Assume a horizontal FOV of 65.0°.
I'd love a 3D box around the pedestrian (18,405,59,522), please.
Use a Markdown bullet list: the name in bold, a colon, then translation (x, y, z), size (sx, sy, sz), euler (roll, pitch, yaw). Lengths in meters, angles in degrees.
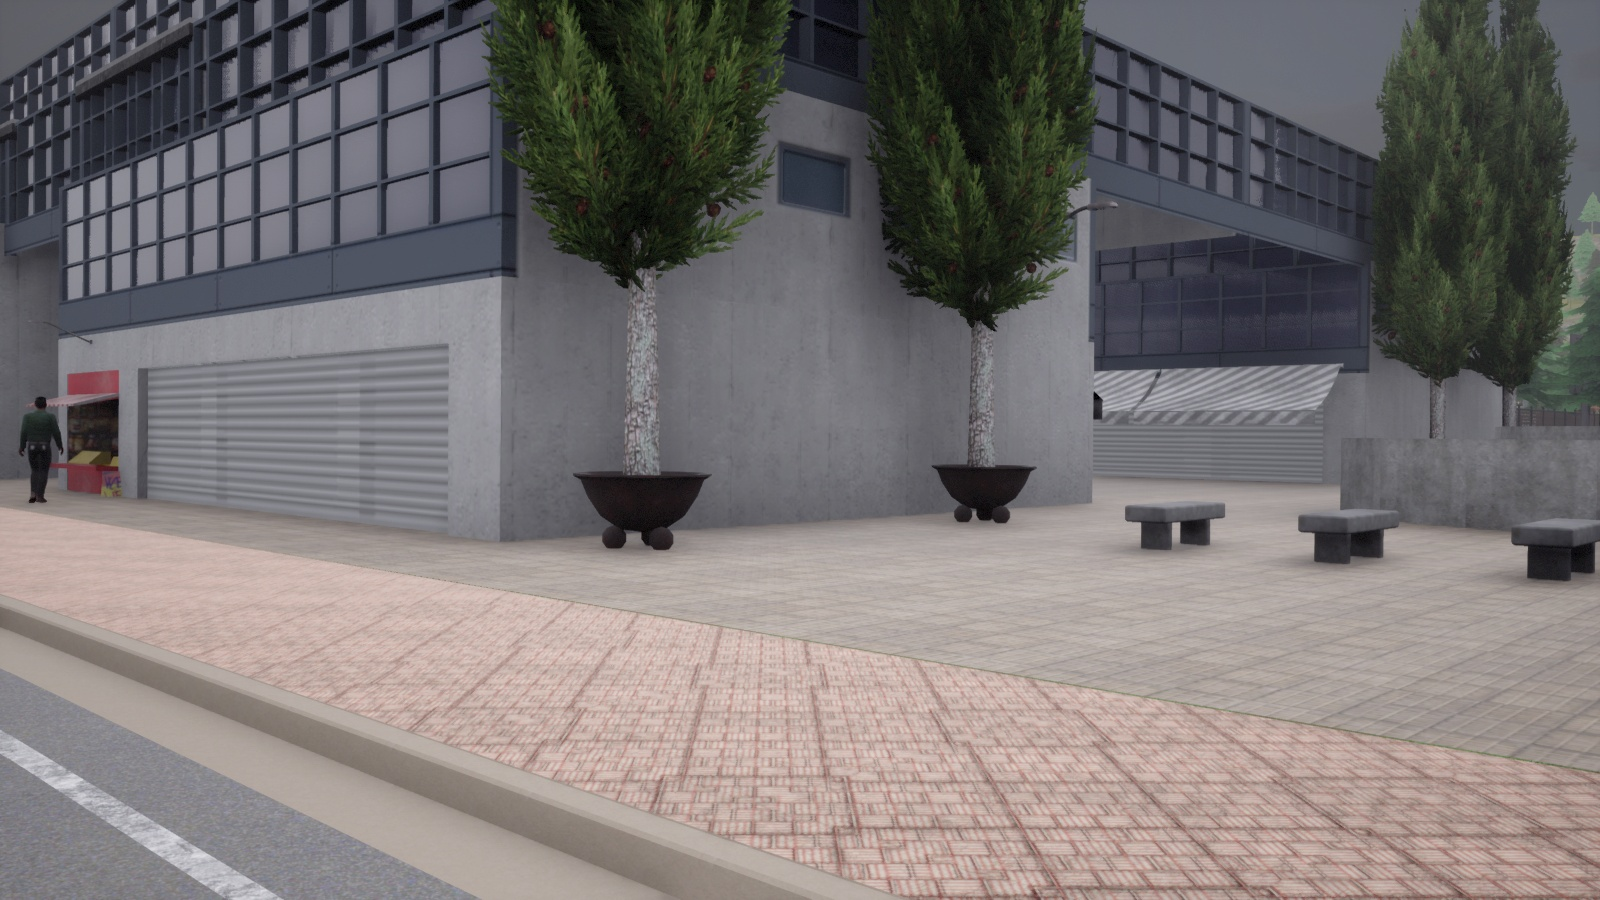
- **pedestrian**: translation (-12.973, 0.215, 21.414), size (0.423, 1.949, 0.788), euler (-1, 1, -20)
